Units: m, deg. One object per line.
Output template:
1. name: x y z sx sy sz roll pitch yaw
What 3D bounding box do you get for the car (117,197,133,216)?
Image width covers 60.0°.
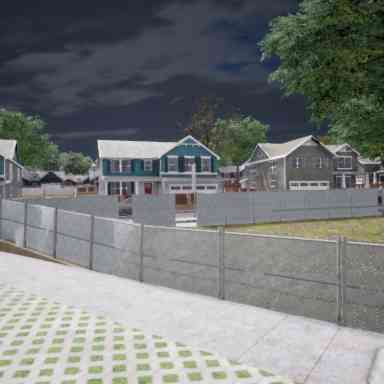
1. car: -4.195 1.057 22.934 4.181 1.385 1.994 -2 0 -18

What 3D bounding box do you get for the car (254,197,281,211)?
1. car: 5.771 0.771 26.122 5.357 1.411 2.033 -2 0 -17

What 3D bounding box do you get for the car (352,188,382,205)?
1. car: 16.106 0.452 29.109 4.892 1.490 1.837 -1 0 -15
